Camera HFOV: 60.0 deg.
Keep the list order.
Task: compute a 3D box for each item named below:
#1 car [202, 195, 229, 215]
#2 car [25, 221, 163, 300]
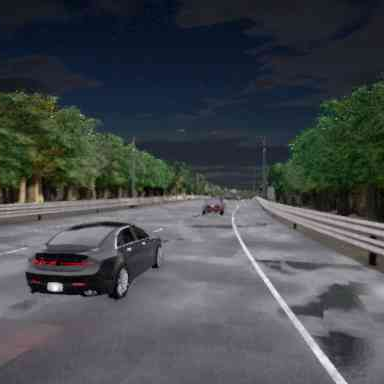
[{"bbox_3d":[2.359,1.381,34.399,2.097,1.767,4.553,0,0,10],"label":"car"},{"bbox_3d":[-2.099,1.503,8.511,1.837,1.490,4.892,0,0,10],"label":"car"}]
